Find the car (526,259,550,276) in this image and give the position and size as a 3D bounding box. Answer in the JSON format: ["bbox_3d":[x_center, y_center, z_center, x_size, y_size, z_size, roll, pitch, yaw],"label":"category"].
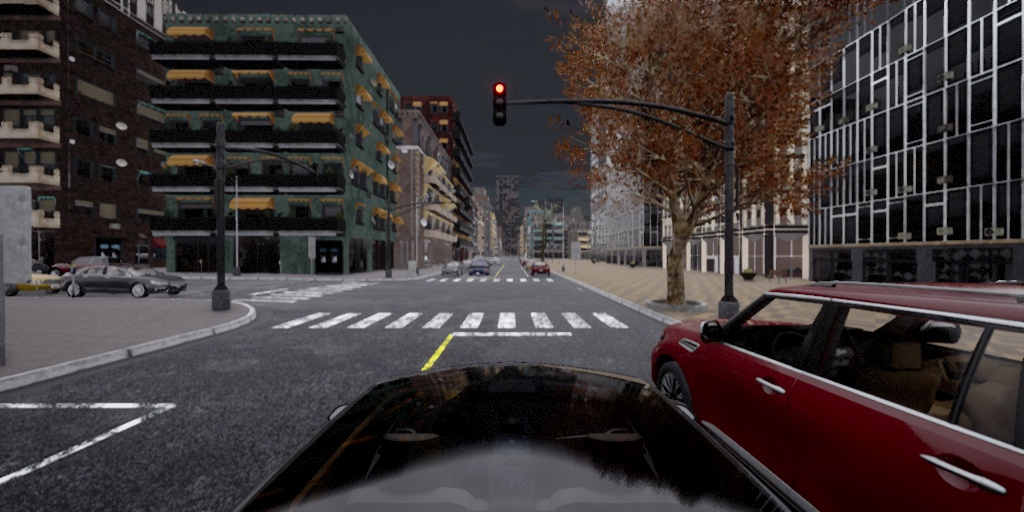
[{"bbox_3d":[2.671,1.159,34.711,1.888,1.381,4.507,0,0,0],"label":"car"}]

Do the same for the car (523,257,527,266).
[{"bbox_3d":[2.663,1.100,45.946,1.751,1.417,4.829,0,0,0],"label":"car"}]

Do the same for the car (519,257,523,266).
[{"bbox_3d":[2.653,1.103,62.373,1.802,1.307,4.207,0,0,0],"label":"car"}]

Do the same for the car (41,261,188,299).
[{"bbox_3d":[-16.443,1.031,15.282,4.403,1.370,2.007,0,0,-1],"label":"car"}]

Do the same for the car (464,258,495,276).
[{"bbox_3d":[-3.022,1.164,34.491,2.033,1.411,5.357,0,0,0],"label":"car"}]

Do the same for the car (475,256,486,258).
[{"bbox_3d":[-5.723,0.979,56.836,1.967,1.591,4.097,0,0,0],"label":"car"}]

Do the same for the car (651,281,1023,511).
[{"bbox_3d":[2.691,1.062,2.324,2.192,1.841,5.009,0,0,0],"label":"car"}]

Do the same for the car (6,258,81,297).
[{"bbox_3d":[-21.840,0.929,15.224,4.829,1.417,1.751,0,0,-1],"label":"car"}]

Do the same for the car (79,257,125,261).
[{"bbox_3d":[-27.635,0.738,23.543,4.097,1.591,1.967,0,0,-1],"label":"car"}]

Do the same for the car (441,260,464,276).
[{"bbox_3d":[-5.710,1.165,34.706,2.007,1.370,4.403,0,0,0],"label":"car"}]
